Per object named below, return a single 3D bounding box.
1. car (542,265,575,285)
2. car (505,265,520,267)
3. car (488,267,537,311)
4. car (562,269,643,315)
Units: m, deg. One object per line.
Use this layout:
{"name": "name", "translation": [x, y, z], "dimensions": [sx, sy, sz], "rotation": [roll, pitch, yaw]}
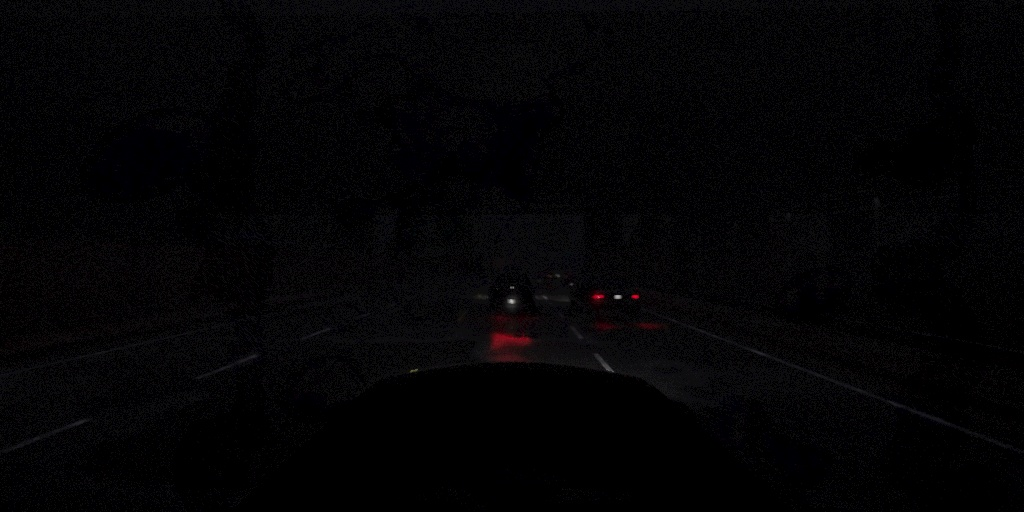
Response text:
{"name": "car", "translation": [3.524, 1.588, 29.374], "dimensions": [2.033, 1.411, 5.357], "rotation": [0, -1, 1]}
{"name": "car", "translation": [0.070, 1.535, 31.096], "dimensions": [1.882, 1.535, 5.008], "rotation": [0, 0, 1]}
{"name": "car", "translation": [0.018, 1.400, 15.344], "dimensions": [1.837, 1.490, 4.892], "rotation": [0, 0, 0]}
{"name": "car", "translation": [3.509, 1.431, 14.370], "dimensions": [2.033, 1.411, 5.357], "rotation": [0, -1, 0]}
